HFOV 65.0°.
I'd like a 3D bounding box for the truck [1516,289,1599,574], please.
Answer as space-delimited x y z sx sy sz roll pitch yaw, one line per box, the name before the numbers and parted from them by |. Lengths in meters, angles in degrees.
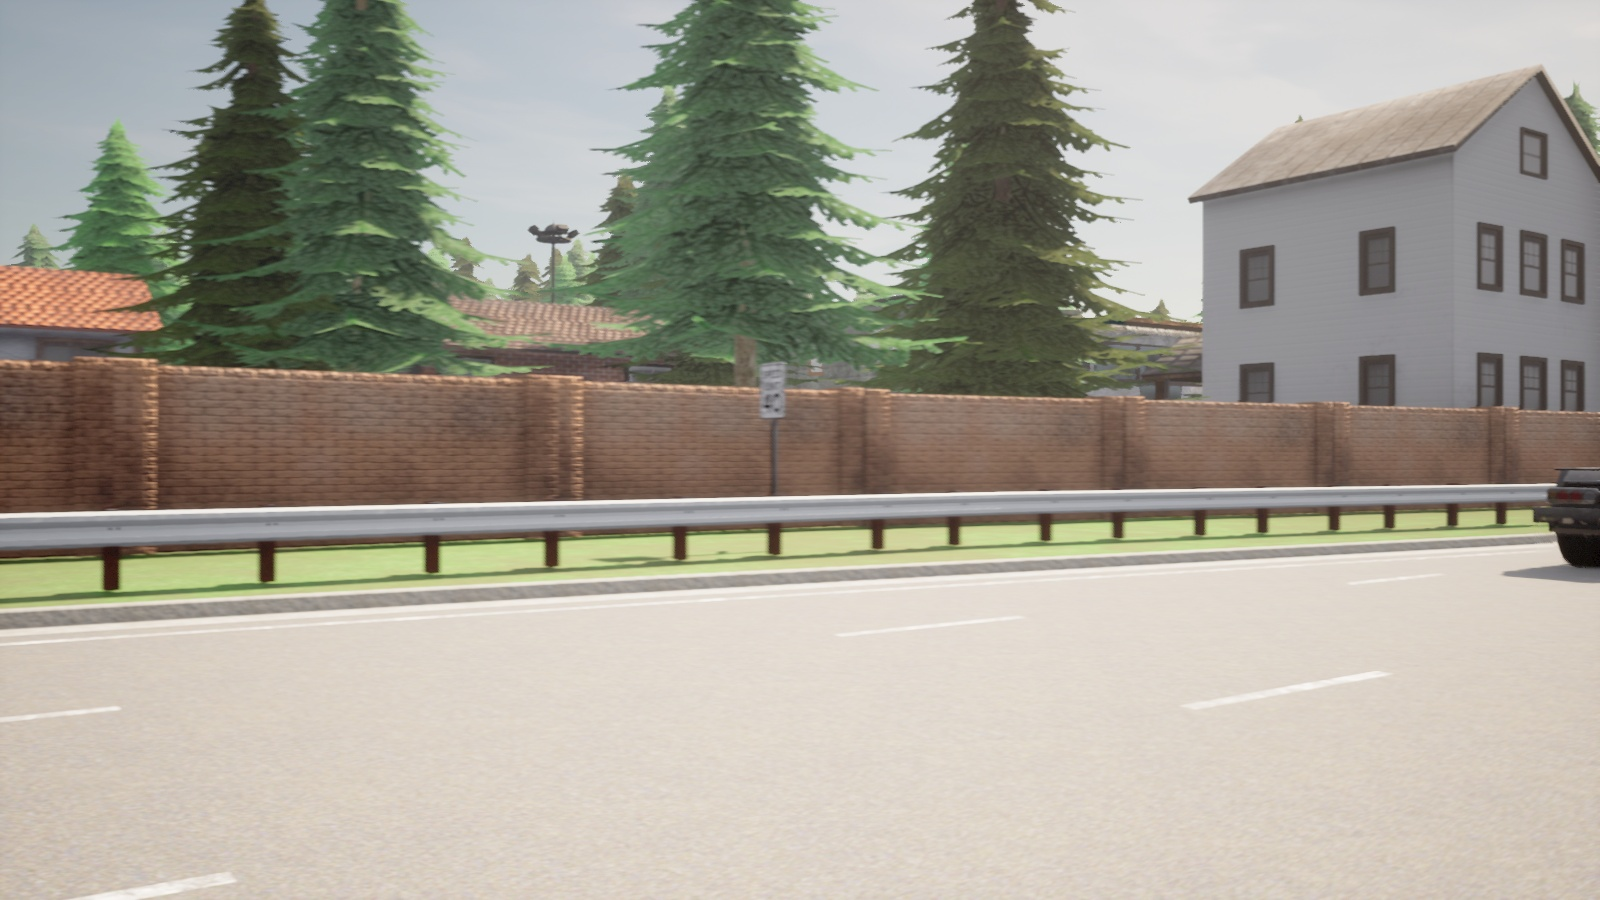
truck | 13.242 -0.222 17.144 7.936 3.462 2.891 0 0 -35
